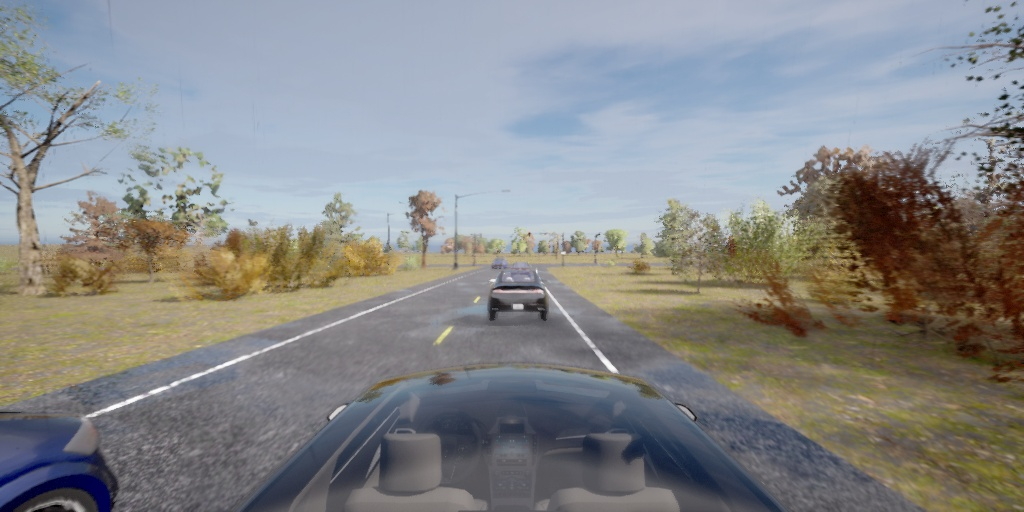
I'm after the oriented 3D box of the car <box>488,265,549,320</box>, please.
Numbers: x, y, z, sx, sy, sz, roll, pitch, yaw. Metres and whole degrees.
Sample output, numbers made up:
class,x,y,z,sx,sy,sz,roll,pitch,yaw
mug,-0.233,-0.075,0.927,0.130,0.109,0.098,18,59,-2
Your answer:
class,x,y,z,sx,sy,sz,roll,pitch,yaw
car,0.215,1.231,12.597,2.128,1.511,4.902,0,0,1

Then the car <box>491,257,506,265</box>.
class,x,y,z,sx,sy,sz,roll,pitch,yaw
car,-1.747,0.986,51.930,2.097,1.767,4.553,0,0,4

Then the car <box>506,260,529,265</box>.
class,x,y,z,sx,sy,sz,roll,pitch,yaw
car,0.824,1.247,32.997,2.033,1.411,5.357,0,0,3

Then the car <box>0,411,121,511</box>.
class,x,y,z,sx,sy,sz,roll,pitch,yaw
car,-3.577,1.313,0.565,1.994,1.385,4.181,0,0,0
